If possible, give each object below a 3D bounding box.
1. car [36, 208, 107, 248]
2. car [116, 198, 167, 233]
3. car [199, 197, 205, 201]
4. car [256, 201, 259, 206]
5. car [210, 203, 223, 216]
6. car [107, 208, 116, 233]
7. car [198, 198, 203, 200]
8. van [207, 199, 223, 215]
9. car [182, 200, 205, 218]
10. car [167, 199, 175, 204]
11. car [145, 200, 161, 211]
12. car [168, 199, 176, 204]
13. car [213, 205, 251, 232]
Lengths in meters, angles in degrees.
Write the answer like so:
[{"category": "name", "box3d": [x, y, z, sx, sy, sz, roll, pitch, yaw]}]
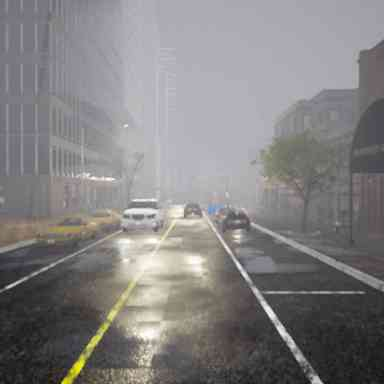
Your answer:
[{"category": "car", "box3d": [-5.703, 1.694, 15.861, 1.752, 1.417, 4.829, -1, -1, 0]}, {"category": "car", "box3d": [-3.104, 1.452, 21.823, 2.150, 2.045, 5.566, 0, -1, 0]}, {"category": "car", "box3d": [2.665, 2.420, 92.775, 1.967, 1.590, 4.097, -1, -1, 0]}, {"category": "car", "box3d": [16.517, 2.187, 72.489, 5.009, 1.841, 2.192, 1, 0, 1]}, {"category": "car", "box3d": [2.676, 1.869, 27.087, 1.802, 1.307, 4.206, -1, -1, 0]}, {"category": "car", "box3d": [-5.704, 1.752, 21.395, 1.752, 1.417, 4.829, -1, -1, 0]}, {"category": "car", "box3d": [0.088, 1.945, 44.257, 1.882, 1.535, 5.008, 0, 0, -1]}, {"category": "van", "box3d": [2.671, 1.744, 38.158, 1.690, 1.788, 3.998, -1, -1, 0]}, {"category": "car", "box3d": [0.086, 1.865, 34.091, 1.837, 1.490, 4.892, 0, -1, 0]}, {"category": "car", "box3d": [-5.850, 2.444, 87.014, 1.752, 1.417, 4.829, -1, -1, 0]}, {"category": "car", "box3d": [-5.709, 1.959, 49.239, 1.967, 1.590, 4.097, -1, -1, 0]}, {"category": "car", "box3d": [-5.680, 2.546, 92.826, 1.947, 1.339, 4.313, -1, -1, 0]}, {"category": "car", "box3d": [2.677, 1.794, 21.553, 1.947, 1.339, 4.313, -1, -1, 0]}]
